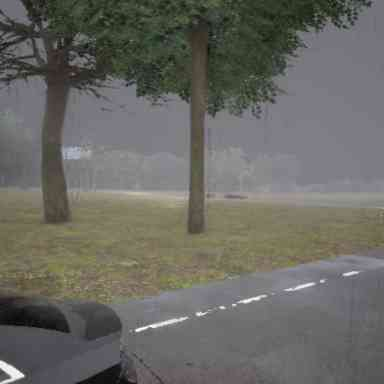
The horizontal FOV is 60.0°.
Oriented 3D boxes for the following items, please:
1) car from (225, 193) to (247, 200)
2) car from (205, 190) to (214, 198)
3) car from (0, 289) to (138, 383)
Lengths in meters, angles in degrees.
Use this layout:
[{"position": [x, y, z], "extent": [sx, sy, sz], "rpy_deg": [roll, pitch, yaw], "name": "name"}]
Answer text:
[{"position": [8.592, 0.870, 65.836], "extent": [1.895, 1.301, 4.718], "rpy_deg": [2, 0, -35], "name": "car"}, {"position": [2.834, 0.300, 73.971], "extent": [2.097, 1.767, 4.553], "rpy_deg": [2, 0, -35], "name": "car"}, {"position": [-2.729, 1.520, 1.921], "extent": [4.892, 1.490, 1.837], "rpy_deg": [0, 0, -35], "name": "car"}]
